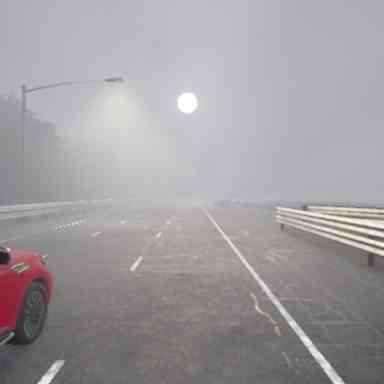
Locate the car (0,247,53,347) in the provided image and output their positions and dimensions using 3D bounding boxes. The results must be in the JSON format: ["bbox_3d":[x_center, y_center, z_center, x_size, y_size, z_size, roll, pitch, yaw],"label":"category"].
[{"bbox_3d":[-3.408,1.234,3.246,2.150,2.045,5.566,0,0,0],"label":"car"}]

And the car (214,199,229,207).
[{"bbox_3d":[4.967,1.832,56.738,1.994,1.385,4.181,0,-1,-6],"label":"car"}]
